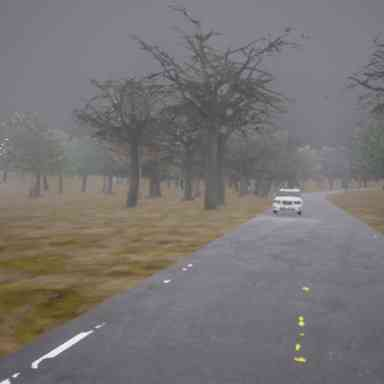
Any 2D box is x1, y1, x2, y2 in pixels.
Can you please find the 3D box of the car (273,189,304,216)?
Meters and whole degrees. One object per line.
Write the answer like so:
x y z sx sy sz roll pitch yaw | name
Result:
8.131 0.766 27.868 2.150 2.045 5.566 2 1 19 | car
